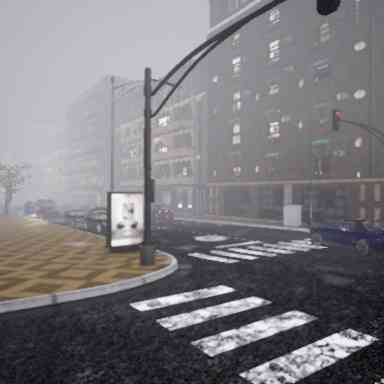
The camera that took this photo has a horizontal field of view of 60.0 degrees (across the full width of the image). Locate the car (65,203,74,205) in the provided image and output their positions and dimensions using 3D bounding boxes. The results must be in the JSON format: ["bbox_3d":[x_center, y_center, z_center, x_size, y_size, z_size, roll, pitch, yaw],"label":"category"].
[{"bbox_3d":[-22.036,2.590,59.330,1.802,1.307,4.206,-1,0,-36],"label":"car"}]

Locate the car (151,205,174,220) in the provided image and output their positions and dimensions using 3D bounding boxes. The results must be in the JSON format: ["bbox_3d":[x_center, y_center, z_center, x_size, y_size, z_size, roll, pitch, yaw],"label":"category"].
[{"bbox_3d":[-3.642,1.995,34.156,1.967,1.590,4.097,-1,0,-36],"label":"car"}]

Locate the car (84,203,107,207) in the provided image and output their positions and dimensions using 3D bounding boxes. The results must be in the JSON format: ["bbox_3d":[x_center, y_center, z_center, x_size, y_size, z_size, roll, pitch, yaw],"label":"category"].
[{"bbox_3d":[-7.736,2.027,29.739,1.837,1.490,4.892,0,-1,-36],"label":"car"}]

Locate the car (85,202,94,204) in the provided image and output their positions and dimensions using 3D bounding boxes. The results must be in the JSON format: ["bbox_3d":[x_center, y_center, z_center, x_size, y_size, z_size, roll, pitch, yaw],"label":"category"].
[{"bbox_3d":[-15.501,2.286,50.313,1.967,1.590,4.097,-1,0,-36],"label":"car"}]

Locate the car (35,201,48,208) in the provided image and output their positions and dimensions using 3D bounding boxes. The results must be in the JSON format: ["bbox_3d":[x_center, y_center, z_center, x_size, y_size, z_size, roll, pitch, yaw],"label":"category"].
[{"bbox_3d":[-35.105,2.900,77.370,1.947,1.339,4.313,-1,0,-36],"label":"car"}]

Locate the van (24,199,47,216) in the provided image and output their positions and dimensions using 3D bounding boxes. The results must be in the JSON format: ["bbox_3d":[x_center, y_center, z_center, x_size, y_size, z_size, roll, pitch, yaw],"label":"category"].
[{"bbox_3d":[-20.328,2.117,42.636,1.690,1.788,3.998,-1,0,-36],"label":"van"}]

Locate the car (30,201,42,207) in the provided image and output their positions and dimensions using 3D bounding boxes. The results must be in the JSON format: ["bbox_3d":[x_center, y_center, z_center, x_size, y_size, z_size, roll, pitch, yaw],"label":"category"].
[{"bbox_3d":[-38.373,2.961,81.880,1.887,1.381,4.507,-1,0,-36],"label":"car"}]

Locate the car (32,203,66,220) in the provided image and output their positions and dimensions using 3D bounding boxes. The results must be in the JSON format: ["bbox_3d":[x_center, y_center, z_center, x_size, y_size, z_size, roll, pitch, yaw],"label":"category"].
[{"bbox_3d":[-15.407,2.197,35.750,1.887,1.381,4.507,-1,0,-36],"label":"car"}]

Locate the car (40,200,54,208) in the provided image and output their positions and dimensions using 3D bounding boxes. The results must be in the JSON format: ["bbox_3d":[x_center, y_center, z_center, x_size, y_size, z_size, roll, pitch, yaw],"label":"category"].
[{"bbox_3d":[-31.841,2.693,72.861,1.967,1.590,4.097,-1,0,-36],"label":"car"}]

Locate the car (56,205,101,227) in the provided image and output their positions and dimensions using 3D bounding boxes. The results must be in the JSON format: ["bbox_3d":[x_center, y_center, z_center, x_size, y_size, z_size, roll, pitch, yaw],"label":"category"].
[{"bbox_3d":[-9.325,2.052,27.278,2.008,1.369,4.403,-1,0,-36],"label":"car"}]

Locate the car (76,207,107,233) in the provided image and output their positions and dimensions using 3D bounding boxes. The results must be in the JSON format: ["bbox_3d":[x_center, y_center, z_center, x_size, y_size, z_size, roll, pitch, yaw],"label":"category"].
[{"bbox_3d":[-6.058,1.971,22.767,2.008,1.369,4.403,-1,0,-36],"label":"car"}]

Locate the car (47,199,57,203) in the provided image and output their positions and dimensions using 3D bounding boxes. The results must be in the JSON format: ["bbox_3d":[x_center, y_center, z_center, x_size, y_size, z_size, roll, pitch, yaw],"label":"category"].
[{"bbox_3d":[-21.100,2.069,48.355,2.150,2.045,5.566,0,-1,-36],"label":"car"}]

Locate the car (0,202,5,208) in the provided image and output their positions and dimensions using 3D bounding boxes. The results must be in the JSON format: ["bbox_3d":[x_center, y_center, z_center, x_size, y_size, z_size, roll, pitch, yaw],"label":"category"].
[{"bbox_3d":[-38.626,2.782,67.945,2.008,1.369,4.403,-1,0,-36],"label":"car"}]

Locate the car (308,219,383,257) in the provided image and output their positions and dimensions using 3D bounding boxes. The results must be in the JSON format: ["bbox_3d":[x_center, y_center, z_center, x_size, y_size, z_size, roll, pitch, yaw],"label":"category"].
[{"bbox_3d":[6.810,1.764,13.692,1.895,1.301,4.718,0,-1,-13],"label":"car"}]
